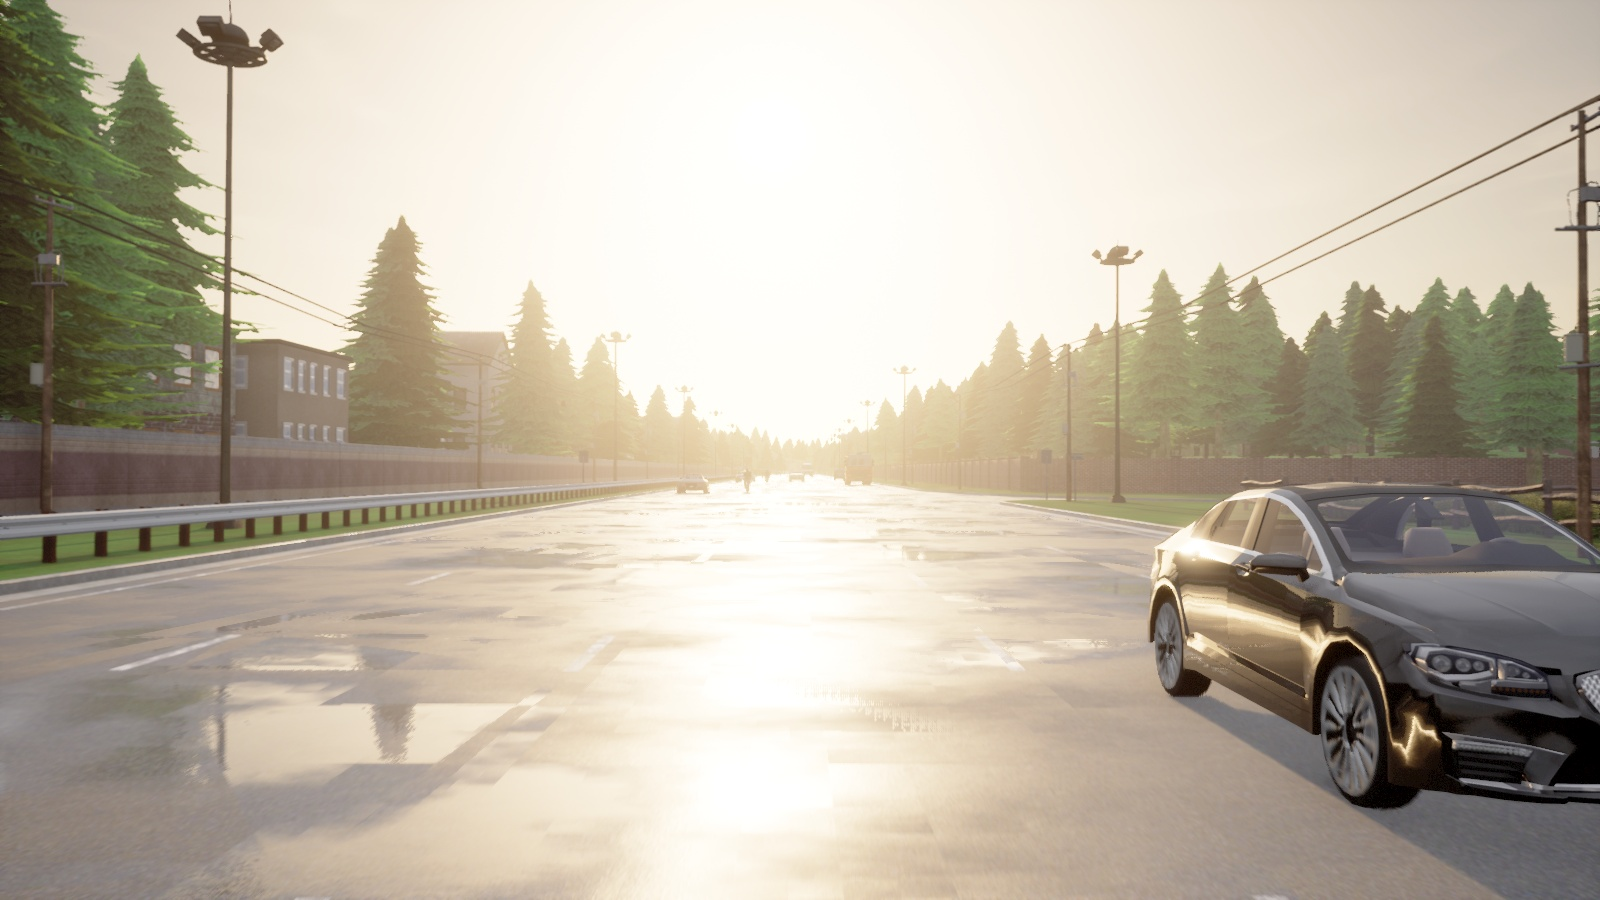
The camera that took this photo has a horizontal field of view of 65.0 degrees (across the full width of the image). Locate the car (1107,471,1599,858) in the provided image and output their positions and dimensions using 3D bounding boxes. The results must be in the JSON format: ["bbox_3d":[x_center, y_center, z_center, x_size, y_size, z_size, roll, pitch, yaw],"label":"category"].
[{"bbox_3d":[3.482,0.881,7.388,2.128,1.511,4.902,0,-1,0],"label":"car"}]

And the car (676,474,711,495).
[{"bbox_3d":[-7.205,2.336,85.341,1.994,1.385,4.181,0,-1,0],"label":"car"}]
